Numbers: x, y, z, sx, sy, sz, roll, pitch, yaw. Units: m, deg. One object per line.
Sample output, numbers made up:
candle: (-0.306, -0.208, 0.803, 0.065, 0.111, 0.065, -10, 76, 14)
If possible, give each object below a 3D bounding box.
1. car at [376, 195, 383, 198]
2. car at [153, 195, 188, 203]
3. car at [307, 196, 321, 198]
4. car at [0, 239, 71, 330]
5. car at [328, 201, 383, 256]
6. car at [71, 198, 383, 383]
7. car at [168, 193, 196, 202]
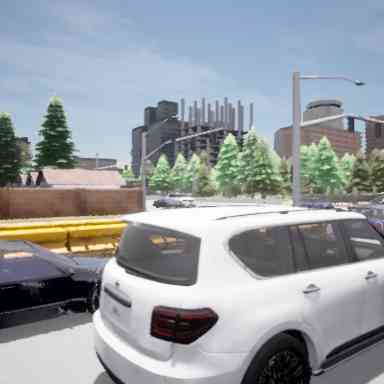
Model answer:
car: (25.015, 1.203, 43.353, 4.553, 1.767, 2.097, 0, 0, -34)
car: (-3.156, 1.476, 42.638, 2.033, 1.411, 5.357, 0, 0, -33)
car: (11.046, 1.264, 30.982, 2.097, 1.767, 4.553, 0, 0, -16)
car: (-3.365, 1.546, 5.650, 5.357, 1.411, 2.033, 0, 0, -35)
car: (7.824, 1.305, 13.622, 4.553, 1.767, 2.097, 0, 0, -35)
car: (1.457, 1.211, 4.774, 5.566, 2.045, 2.150, -1, 0, -35)
car: (-1.606, 1.138, 46.645, 2.150, 2.045, 5.566, 0, 0, -33)
